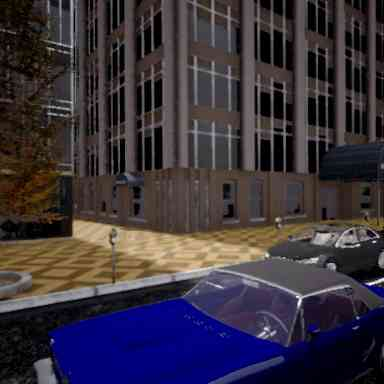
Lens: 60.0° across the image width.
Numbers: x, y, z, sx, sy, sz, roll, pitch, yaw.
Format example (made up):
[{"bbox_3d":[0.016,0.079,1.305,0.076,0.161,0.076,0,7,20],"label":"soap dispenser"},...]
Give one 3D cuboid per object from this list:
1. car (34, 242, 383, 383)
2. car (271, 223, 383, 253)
[{"bbox_3d":[0.789,1.609,3.941,4.718,1.301,1.895,0,0,-35],"label":"car"},{"bbox_3d":[3.917,1.577,9.353,4.403,1.369,2.008,0,-1,-35],"label":"car"}]
